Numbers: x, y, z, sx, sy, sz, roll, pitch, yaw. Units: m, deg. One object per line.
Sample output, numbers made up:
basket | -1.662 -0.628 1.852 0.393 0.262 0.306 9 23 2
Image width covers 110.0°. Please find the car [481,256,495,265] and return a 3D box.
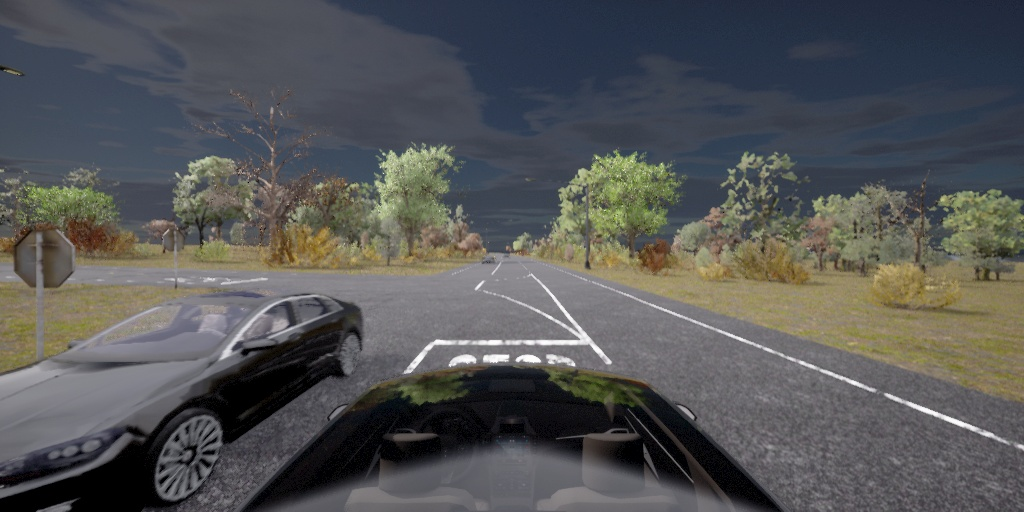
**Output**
car | -3.677 0.640 56.208 1.994 1.385 4.181 0 1 -1

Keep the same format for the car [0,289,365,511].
car | -3.499 1.221 4.384 2.128 1.511 4.902 0 1 0
